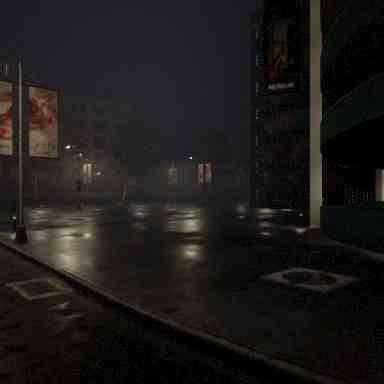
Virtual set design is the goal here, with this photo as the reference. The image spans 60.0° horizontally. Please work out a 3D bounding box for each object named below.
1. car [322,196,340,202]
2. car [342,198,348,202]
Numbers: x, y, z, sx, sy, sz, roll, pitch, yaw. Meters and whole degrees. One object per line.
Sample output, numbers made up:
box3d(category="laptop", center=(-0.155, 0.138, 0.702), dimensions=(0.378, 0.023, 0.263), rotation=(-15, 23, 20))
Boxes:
box3d(category="car", center=(15.593, 1.320, 39.958), dimensions=(4.674, 1.452, 2.002), rotation=(0, 0, -41))
box3d(category="car", center=(22.136, 1.413, 51.046), dimensions=(4.786, 1.482, 2.161), rotation=(0, 0, -41))
